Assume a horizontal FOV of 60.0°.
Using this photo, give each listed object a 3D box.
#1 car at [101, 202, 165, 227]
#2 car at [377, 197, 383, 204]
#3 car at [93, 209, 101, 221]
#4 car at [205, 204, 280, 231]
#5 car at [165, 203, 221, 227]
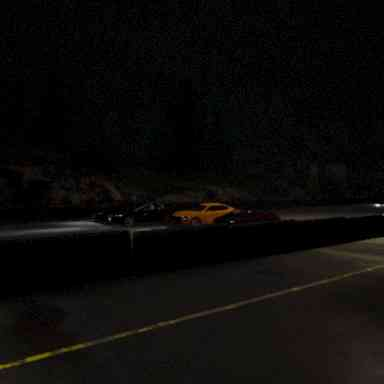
[{"bbox_3d":[-3.354,1.503,23.096,4.902,1.511,2.128,0,0,-35],"label":"car"},{"bbox_3d":[30.858,1.214,51.675,5.357,1.411,2.033,-1,1,-35],"label":"car"},{"bbox_3d":[-5.361,1.537,25.963,4.674,1.442,1.812,0,0,-36],"label":"car"},{"bbox_3d":[3.167,1.572,19.148,4.181,1.385,1.994,0,0,-36],"label":"car"},{"bbox_3d":[1.009,1.485,21.907,5.008,1.535,1.882,0,0,-35],"label":"car"}]
